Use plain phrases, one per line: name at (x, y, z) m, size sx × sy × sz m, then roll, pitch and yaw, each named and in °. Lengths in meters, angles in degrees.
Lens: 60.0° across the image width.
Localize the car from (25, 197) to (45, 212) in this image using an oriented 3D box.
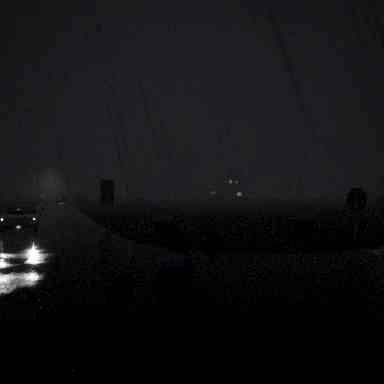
car at (-17.900, 1.365, 38.016) m, size 1.812 × 1.442 × 4.674 m, roll 1°, pitch 0°, yaw -22°

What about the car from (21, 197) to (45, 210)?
car at (-13.968, 1.397, 28.650) m, size 1.812 × 1.442 × 4.674 m, roll 1°, pitch 0°, yaw -23°

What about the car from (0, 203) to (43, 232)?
car at (-9.932, 1.508, 19.366) m, size 1.895 × 1.301 × 4.718 m, roll 1°, pitch 0°, yaw -24°

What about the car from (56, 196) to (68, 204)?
car at (-23.100, 1.348, 59.010) m, size 2.033 × 1.411 × 5.357 m, roll 1°, pitch 0°, yaw -21°
